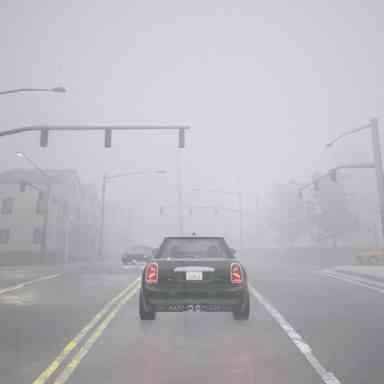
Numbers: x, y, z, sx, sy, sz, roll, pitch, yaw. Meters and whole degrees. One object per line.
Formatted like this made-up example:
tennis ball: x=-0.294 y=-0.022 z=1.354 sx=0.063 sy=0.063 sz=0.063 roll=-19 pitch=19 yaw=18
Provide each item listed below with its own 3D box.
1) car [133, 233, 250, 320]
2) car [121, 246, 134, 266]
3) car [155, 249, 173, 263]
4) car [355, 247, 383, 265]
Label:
car: x=0.050 y=1.805 z=8.215 sx=2.097 sy=1.767 sz=4.553 roll=0 pitch=-7 yaw=0
car: x=-3.660 y=4.512 z=23.764 sx=2.033 sy=1.411 sz=5.357 roll=0 pitch=-11 yaw=0
car: x=-3.712 y=8.559 z=44.713 sx=2.097 sy=1.767 sz=4.553 roll=0 pitch=-11 yaw=0
car: x=16.427 y=5.358 z=28.072 sx=5.008 sy=1.535 sz=1.882 roll=0 pitch=-11 yaw=1
